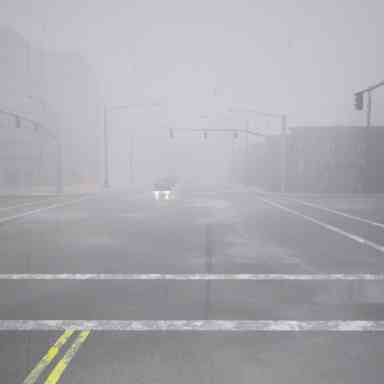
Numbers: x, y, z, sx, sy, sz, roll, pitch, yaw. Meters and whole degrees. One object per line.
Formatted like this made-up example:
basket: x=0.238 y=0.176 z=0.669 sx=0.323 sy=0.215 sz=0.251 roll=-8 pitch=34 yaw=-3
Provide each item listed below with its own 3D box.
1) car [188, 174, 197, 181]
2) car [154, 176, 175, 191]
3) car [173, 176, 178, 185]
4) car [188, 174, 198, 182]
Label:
car: x=0.086 y=-3.538 z=79.953 sx=2.128 sy=1.511 sz=4.902 roll=0 pitch=4 yaw=0
car: x=-3.554 y=-0.926 z=41.342 sx=1.994 sy=1.385 sz=4.181 roll=0 pitch=4 yaw=0
car: x=-3.540 y=-1.645 z=51.249 sx=1.837 sy=1.490 sz=4.892 roll=0 pitch=4 yaw=0
car: x=0.189 y=-2.743 z=68.021 sx=1.812 sy=1.442 sz=4.674 roll=0 pitch=4 yaw=0
